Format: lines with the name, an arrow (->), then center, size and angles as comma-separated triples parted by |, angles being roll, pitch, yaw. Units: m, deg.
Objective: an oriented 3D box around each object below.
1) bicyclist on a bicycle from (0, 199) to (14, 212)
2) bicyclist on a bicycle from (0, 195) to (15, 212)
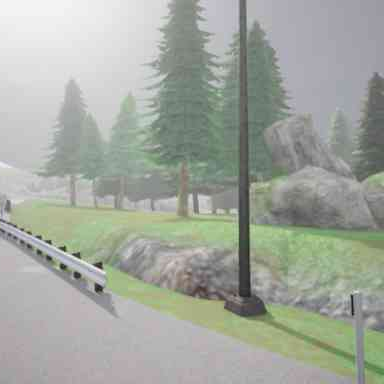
bicyclist on a bicycle -> -17.892, 1.153, 31.766 | 1.656, 1.620, 0.582 | 2, 0, -36
bicyclist on a bicycle -> -18.379, 1.144, 32.631 | 1.656, 1.620, 0.582 | 1, -2, -8
